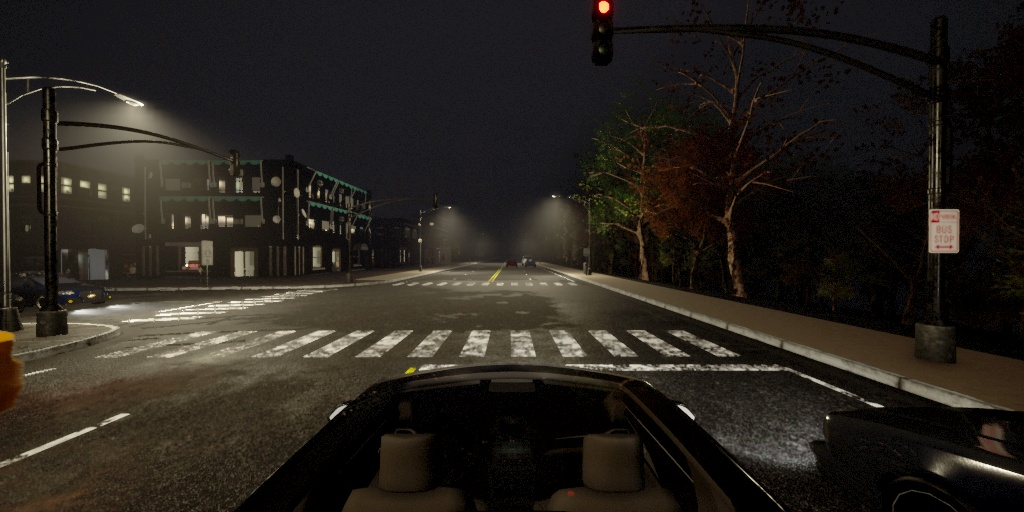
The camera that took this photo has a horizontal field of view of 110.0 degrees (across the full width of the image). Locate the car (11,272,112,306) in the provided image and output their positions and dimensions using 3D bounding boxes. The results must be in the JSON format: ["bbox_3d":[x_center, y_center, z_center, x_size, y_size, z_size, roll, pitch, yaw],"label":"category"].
[{"bbox_3d":[-19.860,1.534,15.232,4.181,1.385,1.994,-1,1,0],"label":"car"}]

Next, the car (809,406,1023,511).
[{"bbox_3d":[3.353,1.298,0.412,2.033,1.411,5.357,0,0,0],"label":"car"}]

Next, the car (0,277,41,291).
[{"bbox_3d":[-19.969,1.565,12.526,4.313,1.339,1.948,0,0,0],"label":"car"}]

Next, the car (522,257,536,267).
[{"bbox_3d":[3.229,1.274,63.193,2.033,1.411,5.357,0,0,0],"label":"car"}]

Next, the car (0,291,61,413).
[{"bbox_3d":[-6.506,1.227,1.890,1.882,1.535,5.008,0,0,0],"label":"car"}]

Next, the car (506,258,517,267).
[{"bbox_3d":[-0.024,1.204,63.116,1.882,1.535,5.008,0,0,0],"label":"car"}]
